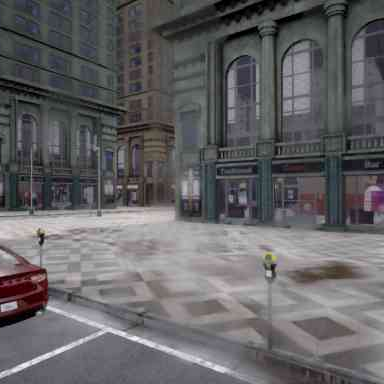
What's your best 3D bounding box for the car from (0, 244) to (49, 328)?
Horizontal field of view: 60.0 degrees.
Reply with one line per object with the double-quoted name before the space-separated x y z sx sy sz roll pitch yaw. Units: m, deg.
"car" -4.493 1.545 6.170 4.507 1.381 1.887 0 0 35
